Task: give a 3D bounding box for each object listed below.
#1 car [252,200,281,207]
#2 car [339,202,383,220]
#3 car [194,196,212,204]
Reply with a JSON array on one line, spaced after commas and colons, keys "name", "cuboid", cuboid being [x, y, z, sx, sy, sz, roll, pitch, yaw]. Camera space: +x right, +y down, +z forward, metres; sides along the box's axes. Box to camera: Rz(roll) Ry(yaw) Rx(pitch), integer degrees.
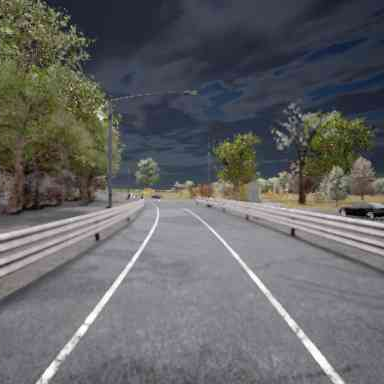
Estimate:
[{"name": "car", "cuboid": [10.168, 1.752, 46.203, 1.895, 1.301, 4.718, 0, 0, -22]}, {"name": "car", "cuboid": [16.252, 1.705, 31.380, 1.882, 1.535, 5.008, 0, 0, -22]}, {"name": "car", "cuboid": [2.171, 1.547, 65.706, 2.033, 1.411, 5.357, 1, 0, -22]}]
